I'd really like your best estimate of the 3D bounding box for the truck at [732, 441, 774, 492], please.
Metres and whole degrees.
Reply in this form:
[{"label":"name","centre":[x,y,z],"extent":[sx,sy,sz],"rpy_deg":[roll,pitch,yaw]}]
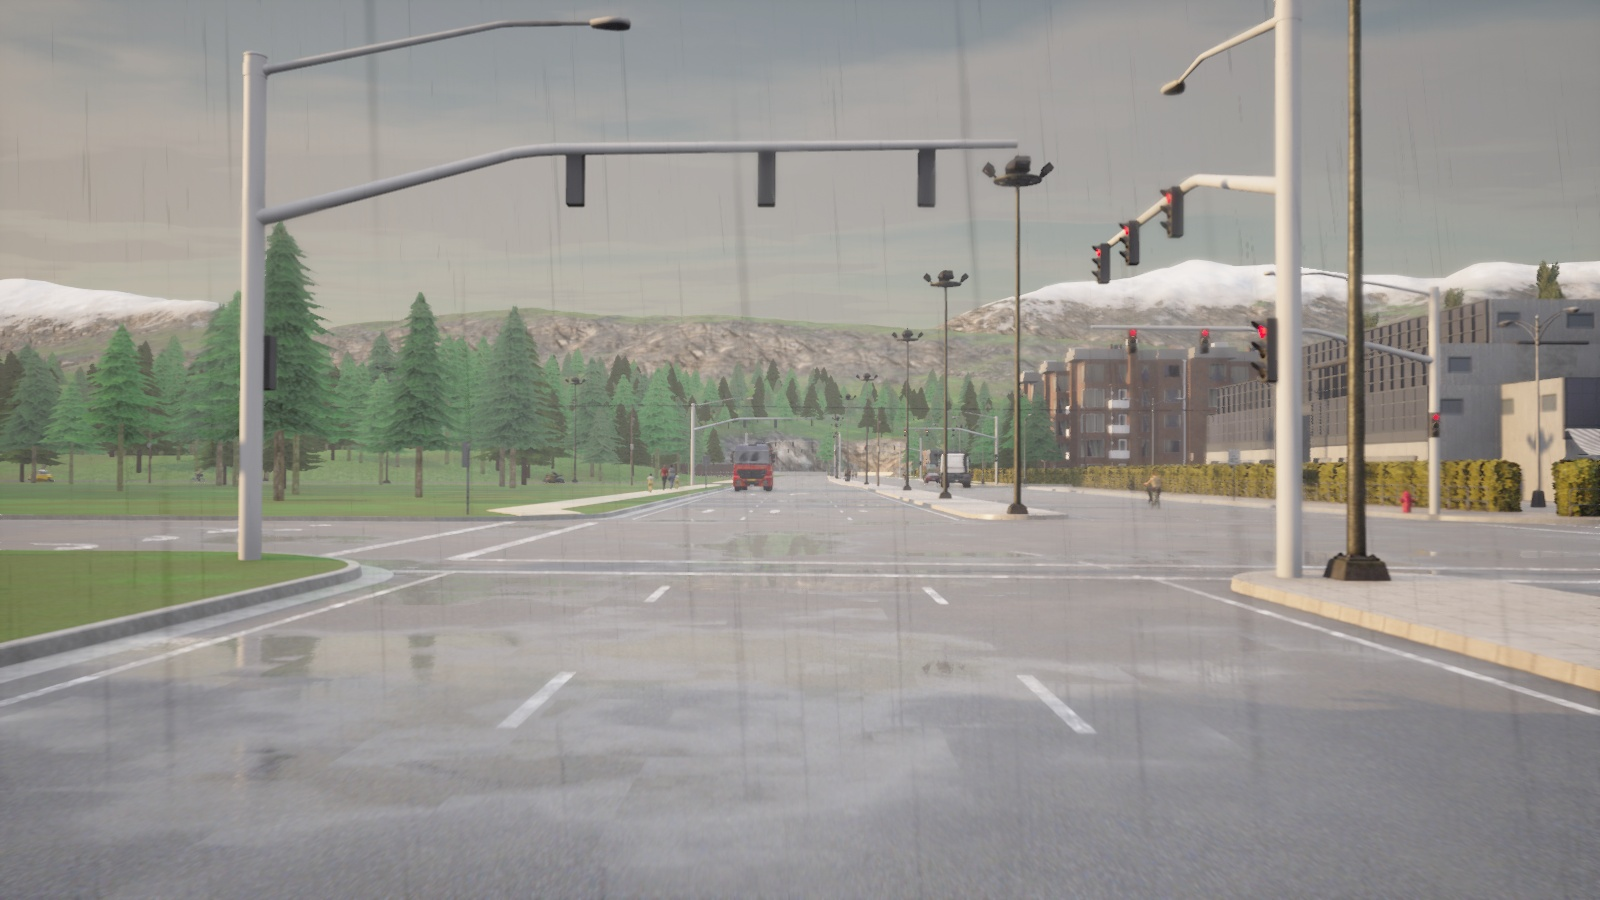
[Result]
[{"label":"truck","centre":[-3.562,1.297,97.463],"extent":[2.891,3.827,8.468],"rpy_deg":[0,-1,0]}]
